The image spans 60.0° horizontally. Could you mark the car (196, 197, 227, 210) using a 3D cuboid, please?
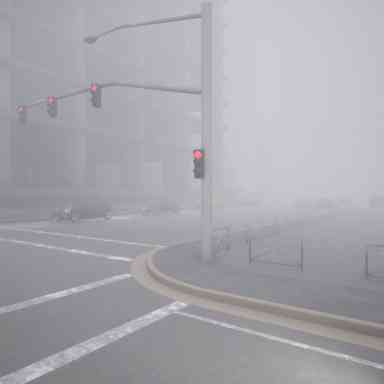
[{"bbox_3d":[2.401,1.422,40.515,1.882,1.535,5.008,0,0,36],"label":"car"}]

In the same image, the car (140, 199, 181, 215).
[{"bbox_3d":[-3.052,1.436,32.829,2.128,1.511,4.902,0,0,35],"label":"car"}]

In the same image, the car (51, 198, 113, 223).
[{"bbox_3d":[-8.317,1.297,25.406,2.097,1.767,4.553,0,0,36],"label":"car"}]

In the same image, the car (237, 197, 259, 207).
[{"bbox_3d":[8.264,1.470,48.729,1.812,1.442,4.674,0,0,36],"label":"car"}]

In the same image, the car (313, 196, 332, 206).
[{"bbox_3d":[21.864,1.422,55.539,1.882,1.535,5.008,0,0,35],"label":"car"}]

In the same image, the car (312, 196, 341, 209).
[{"bbox_3d":[17.764,1.508,43.701,1.994,1.385,4.181,0,0,35],"label":"car"}]

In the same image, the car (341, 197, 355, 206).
[{"bbox_3d":[25.078,1.508,54.023,1.994,1.385,4.181,0,0,35],"label":"car"}]

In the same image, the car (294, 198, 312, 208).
[{"bbox_3d":[16.116,1.509,47.425,1.994,1.385,4.181,0,0,35],"label":"car"}]
